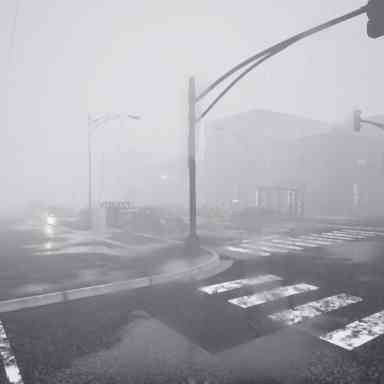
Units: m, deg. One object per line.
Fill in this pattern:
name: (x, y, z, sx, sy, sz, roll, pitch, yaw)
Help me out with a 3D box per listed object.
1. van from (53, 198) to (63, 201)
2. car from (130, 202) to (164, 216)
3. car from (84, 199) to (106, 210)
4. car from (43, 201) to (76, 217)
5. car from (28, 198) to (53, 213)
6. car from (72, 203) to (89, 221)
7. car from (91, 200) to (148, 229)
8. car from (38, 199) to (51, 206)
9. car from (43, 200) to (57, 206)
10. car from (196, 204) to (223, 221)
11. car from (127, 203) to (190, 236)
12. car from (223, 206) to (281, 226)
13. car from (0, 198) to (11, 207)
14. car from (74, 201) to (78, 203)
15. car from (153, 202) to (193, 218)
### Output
van: (-28.758, 2.173, 70.769, 1.690, 1.788, 3.998, -1, 0, -36)
car: (-5.319, 1.911, 38.878, 2.008, 1.369, 4.403, -1, 0, -36)
car: (-15.365, 2.002, 52.545, 1.967, 1.590, 4.097, -1, 0, -36)
car: (-15.410, 2.053, 38.515, 2.008, 1.369, 4.403, -1, 0, -36)
car: (-22.111, 1.952, 47.626, 2.192, 1.841, 5.009, -1, 0, -36)
car: (-8.714, 1.919, 29.403, 2.008, 1.369, 4.403, -1, 0, -36)
car: (-5.371, 1.616, 24.847, 2.192, 1.841, 5.009, -1, 0, -36)
car: (-35.549, 2.495, 80.018, 1.752, 1.417, 4.829, -1, 0, -36)
car: (-32.100, 2.444, 75.325, 1.887, 1.381, 4.507, -1, 0, -36)
car: (1.276, 1.753, 29.903, 1.752, 1.417, 4.829, -1, 0, -36)
car: (-2.020, 1.673, 20.292, 1.967, 1.590, 4.097, -1, 0, -36)
car: (4.726, 1.724, 25.210, 1.947, 1.339, 4.313, -1, 0, -36)
car: (-42.232, 2.357, 74.936, 2.192, 1.841, 5.009, -1, 0, -36)
car: (-22.057, 2.279, 61.657, 1.802, 1.307, 4.206, -1, 0, -36)
car: (-2.072, 1.820, 34.459, 1.752, 1.417, 4.829, -1, 0, -36)
